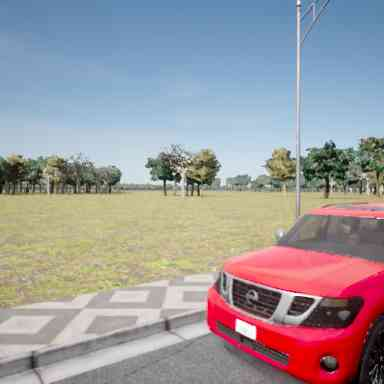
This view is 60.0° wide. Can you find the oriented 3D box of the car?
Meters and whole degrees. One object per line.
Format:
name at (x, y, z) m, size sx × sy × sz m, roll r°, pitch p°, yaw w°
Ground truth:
car at (2.861, 1.222, 5.430) m, size 5.566 × 2.045 × 2.150 m, roll 0°, pitch 0°, yaw -36°
